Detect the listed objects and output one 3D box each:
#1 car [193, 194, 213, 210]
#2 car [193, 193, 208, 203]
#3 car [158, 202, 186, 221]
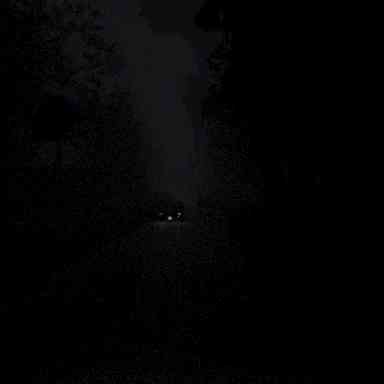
[{"bbox_3d":[1.545,1.250,40.155,2.128,1.511,4.902,-1,1,0],"label":"car"},{"bbox_3d":[1.259,0.917,52.115,1.994,1.385,4.181,0,3,-3],"label":"car"},{"bbox_3d":[-1.482,1.503,26.737,2.033,1.411,5.357,1,0,2],"label":"car"}]
